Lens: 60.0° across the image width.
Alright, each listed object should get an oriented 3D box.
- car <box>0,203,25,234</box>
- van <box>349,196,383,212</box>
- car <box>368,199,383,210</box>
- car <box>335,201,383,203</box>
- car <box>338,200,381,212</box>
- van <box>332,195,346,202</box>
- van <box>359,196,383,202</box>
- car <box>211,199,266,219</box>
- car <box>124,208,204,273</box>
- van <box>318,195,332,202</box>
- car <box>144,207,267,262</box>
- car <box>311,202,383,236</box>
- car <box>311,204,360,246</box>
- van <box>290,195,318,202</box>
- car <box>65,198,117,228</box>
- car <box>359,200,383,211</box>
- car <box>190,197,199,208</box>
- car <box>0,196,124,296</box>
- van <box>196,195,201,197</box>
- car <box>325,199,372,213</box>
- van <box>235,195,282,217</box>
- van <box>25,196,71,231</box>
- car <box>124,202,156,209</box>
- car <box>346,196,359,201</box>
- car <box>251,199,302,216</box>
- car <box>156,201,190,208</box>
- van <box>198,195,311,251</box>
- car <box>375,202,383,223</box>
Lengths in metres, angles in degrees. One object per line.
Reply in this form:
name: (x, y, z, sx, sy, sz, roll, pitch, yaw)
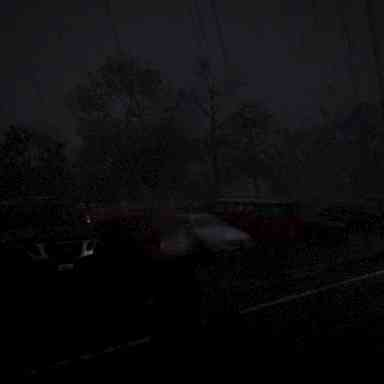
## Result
car: (-11.668, 1.477, 19.992, 2.231, 1.521, 4.892, 0, 0, -35)
van: (24.244, 1.590, 45.725, 1.878, 1.987, 4.442, 1, -1, -35)
car: (28.926, 1.914, 48.909, 2.097, 1.535, 5.008, 1, -1, -35)
car: (11.572, 1.541, 20.499, 2.002, 1.452, 4.674, 0, 0, -35)
car: (22.156, 1.810, 44.091, 2.002, 1.452, 4.674, 1, -1, -35)
van: (15.221, 1.397, 39.297, 1.878, 1.987, 4.442, 1, -1, -35)
van: (13.903, 1.278, 22.013, 1.878, 1.987, 4.442, 0, 0, -35)
car: (4.231, 1.498, 31.099, 1.946, 1.575, 5.366, 0, 0, -35)
car: (-2.010, 1.509, 10.858, 2.163, 1.488, 4.792, 0, 0, -35)
van: (13.067, 1.351, 37.762, 1.878, 1.987, 4.442, 1, -1, -35)
car: (0.266, 1.523, 12.446, 2.002, 1.452, 4.674, 0, 0, -35)
car: (9.329, 1.527, 18.861, 2.163, 1.488, 4.792, 0, 0, -35)
car: (4.787, 1.490, 15.670, 2.097, 1.535, 5.008, 0, 0, -35)
van: (10.838, 1.301, 35.889, 1.878, 1.987, 4.442, 1, 0, -35)
car: (-7.141, 1.357, 23.187, 2.185, 1.767, 4.553, 0, 0, -35)
car: (26.563, 1.904, 47.237, 2.002, 1.452, 4.674, 1, -1, -35)
car: (-0.386, 1.495, 28.030, 2.231, 1.521, 4.892, 0, 0, -35)
car: (-4.238, 1.224, 9.200, 2.435, 2.045, 5.566, 0, 0, -35)
van: (1.799, 1.271, 29.737, 1.878, 1.987, 4.442, 0, 0, -35)
car: (19.902, 1.721, 42.482, 2.097, 1.535, 5.008, 1, -1, -35)
van: (6.447, 1.279, 32.760, 1.878, 1.987, 4.442, 0, 0, -35)
van: (-9.483, 1.253, 21.701, 1.878, 1.987, 4.442, 0, 0, -35)
car: (-5.002, 1.486, 24.743, 2.097, 1.535, 5.008, 0, 0, -35)
car: (17.561, 1.420, 40.786, 2.435, 2.045, 5.566, 1, -1, -35)
car: (8.632, 1.508, 34.467, 2.097, 1.535, 5.008, 0, 0, -35)
car: (-2.643, 1.490, 26.423, 2.097, 1.535, 5.008, 0, 0, -35)
van: (2.462, 1.260, 14.150, 1.878, 1.987, 4.442, 0, 0, -35)
car: (16.084, 1.537, 23.746, 2.163, 1.488, 4.792, 1, 0, -35)
